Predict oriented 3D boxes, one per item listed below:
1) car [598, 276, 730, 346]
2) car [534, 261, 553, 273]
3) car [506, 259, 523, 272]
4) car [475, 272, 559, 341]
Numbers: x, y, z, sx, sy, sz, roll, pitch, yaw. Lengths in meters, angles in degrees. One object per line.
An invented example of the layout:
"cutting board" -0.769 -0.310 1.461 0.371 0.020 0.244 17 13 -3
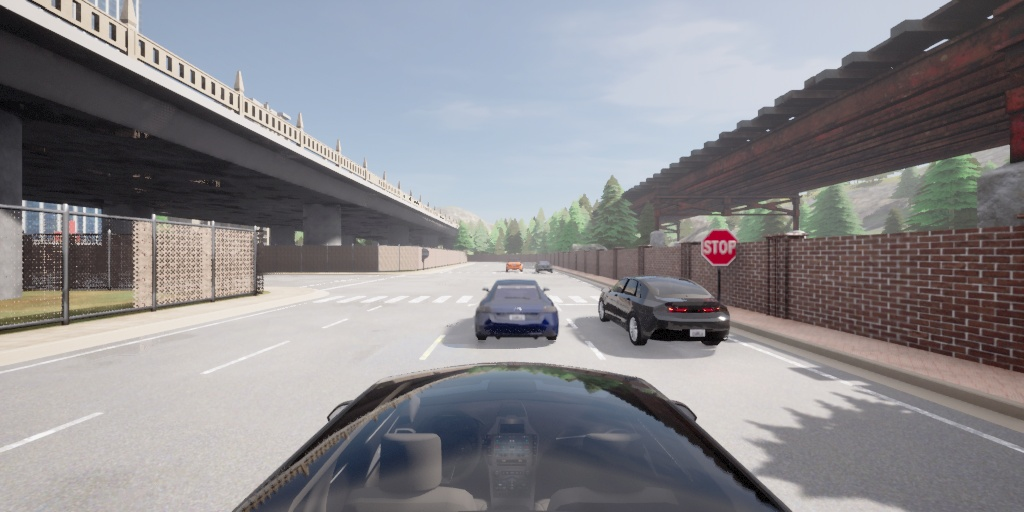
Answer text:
"car" 3.620 1.255 9.412 1.837 1.490 4.892 0 0 0
"car" 3.805 1.297 43.614 2.033 1.411 5.357 0 0 -1
"car" 0.269 1.102 45.841 2.097 1.767 4.553 0 0 0
"car" 0.118 1.314 9.854 1.994 1.385 4.181 0 0 0
